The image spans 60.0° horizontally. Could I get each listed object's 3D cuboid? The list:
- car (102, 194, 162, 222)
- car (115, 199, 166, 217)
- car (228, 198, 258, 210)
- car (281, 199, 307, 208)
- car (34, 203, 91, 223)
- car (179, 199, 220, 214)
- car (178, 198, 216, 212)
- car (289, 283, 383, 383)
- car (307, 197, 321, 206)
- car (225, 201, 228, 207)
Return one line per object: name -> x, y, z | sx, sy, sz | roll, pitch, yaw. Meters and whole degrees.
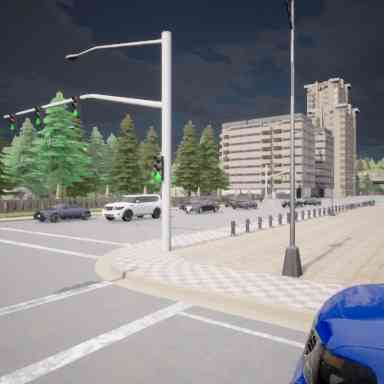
car -> -4.657, 1.221, 27.166 | 2.150, 2.045, 5.566 | 0, 0, 35
car -> -4.988, 1.491, 32.732 | 2.128, 1.511, 4.902 | 0, 0, 35
car -> 6.931, 1.564, 43.390 | 1.994, 1.385, 4.181 | 0, 0, 36
car -> 14.431, 1.601, 47.576 | 1.895, 1.301, 4.718 | 0, 0, 35
car -> -9.950, 1.564, 25.771 | 1.994, 1.385, 4.181 | 0, 0, 35
car -> 1.106, 1.491, 35.247 | 2.128, 1.511, 4.902 | 0, 0, 36
car -> 0.688, 1.547, 40.689 | 2.033, 1.411, 5.357 | 0, 0, 36
car -> 3.350, 1.221, 1.577 | 5.566, 2.045, 2.150 | 0, 0, 36
car -> 20.214, 1.564, 55.688 | 1.994, 1.385, 4.181 | 0, 0, 35
car -> 6.511, 1.564, 48.799 | 1.994, 1.385, 4.181 | 0, 0, 36
